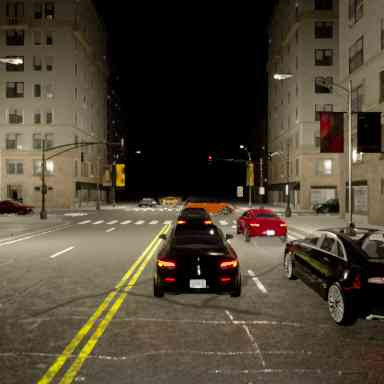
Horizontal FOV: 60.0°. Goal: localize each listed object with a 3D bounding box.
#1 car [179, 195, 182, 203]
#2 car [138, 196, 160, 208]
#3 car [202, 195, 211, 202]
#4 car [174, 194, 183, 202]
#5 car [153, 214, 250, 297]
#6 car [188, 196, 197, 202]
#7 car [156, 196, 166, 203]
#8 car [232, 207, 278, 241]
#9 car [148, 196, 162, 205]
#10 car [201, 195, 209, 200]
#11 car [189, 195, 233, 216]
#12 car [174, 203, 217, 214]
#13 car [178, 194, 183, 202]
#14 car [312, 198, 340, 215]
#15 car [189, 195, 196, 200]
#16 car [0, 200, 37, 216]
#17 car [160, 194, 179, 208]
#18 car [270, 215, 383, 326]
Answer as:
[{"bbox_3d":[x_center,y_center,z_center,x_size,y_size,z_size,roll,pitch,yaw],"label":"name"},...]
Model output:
[{"bbox_3d":[-3.236,1.611,58.752,1.895,1.301,4.718,0,0,0],"label":"car"},{"bbox_3d":[-6.492,1.557,49.125,2.033,1.411,5.357,0,0,4],"label":"car"},{"bbox_3d":[3.373,1.544,78.062,2.033,1.411,5.357,0,0,0],"label":"car"},{"bbox_3d":[-3.127,1.340,78.165,2.097,1.767,4.553,0,0,0],"label":"car"},{"bbox_3d":[0.109,1.526,8.425,1.812,1.442,4.674,0,0,0],"label":"car"},{"bbox_3d":[0.124,1.600,78.514,1.895,1.301,4.718,0,0,0],"label":"car"},{"bbox_3d":[-6.392,1.535,69.016,1.812,1.442,4.674,0,0,0],"label":"car"},{"bbox_3d":[3.273,1.526,16.122,1.812,1.442,4.674,0,0,0],"label":"car"},{"bbox_3d":[-6.487,1.515,58.864,1.837,1.490,4.892,0,0,0],"label":"car"},{"bbox_3d":[3.389,1.427,88.482,1.994,1.385,4.181,0,0,0],"label":"car"},{"bbox_3d":[1.754,1.354,31.530,4.553,1.767,2.097,0,0,0],"label":"car"},{"bbox_3d":[0.125,1.527,17.334,1.812,1.442,4.674,0,0,0],"label":"car"},{"bbox_3d":[-3.154,1.362,68.204,2.097,1.767,4.553,0,0,0],"label":"car"},{"bbox_3d":[14.814,1.405,34.384,4.553,1.767,2.097,0,0,1],"label":"car"},{"bbox_3d":[0.139,1.427,88.487,1.994,1.385,4.181,0,0,0],"label":"car"},{"bbox_3d":[-17.137,1.508,31.529,4.674,1.442,1.812,0,0,3],"label":"car"},{"bbox_3d":[-3.276,1.487,49.414,1.882,1.535,5.008,0,0,-1],"label":"car"},{"bbox_3d":[3.348,1.491,7.027,2.128,1.511,4.902,0,0,1],"label":"car"}]
